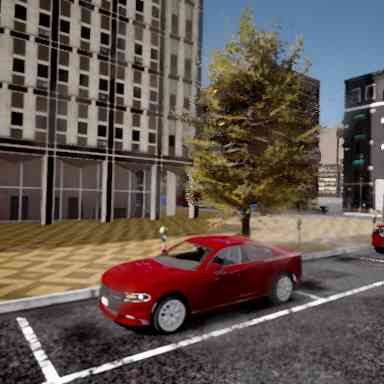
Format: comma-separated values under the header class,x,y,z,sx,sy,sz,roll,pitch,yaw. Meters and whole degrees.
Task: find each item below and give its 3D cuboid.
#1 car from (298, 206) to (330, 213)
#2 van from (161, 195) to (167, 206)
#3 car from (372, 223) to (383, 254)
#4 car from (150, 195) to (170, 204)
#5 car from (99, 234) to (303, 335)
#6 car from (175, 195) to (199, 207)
class,x,y,z,sx,sy,sz,roll,pitch,yaw
car,15.678,2.037,43.094,1.947,1.339,4.313,2,-1,-36
van,-4.266,1.493,56.493,1.690,1.788,3.998,2,-1,-36
car,9.205,1.501,13.224,5.009,1.841,2.192,1,1,-36
car,-7.328,1.686,75.100,2.192,1.841,5.009,2,-1,-36
car,0.391,1.596,6.829,4.507,1.381,1.887,1,1,-36
car,-0.977,1.481,51.922,2.192,1.841,5.009,2,-1,-36
